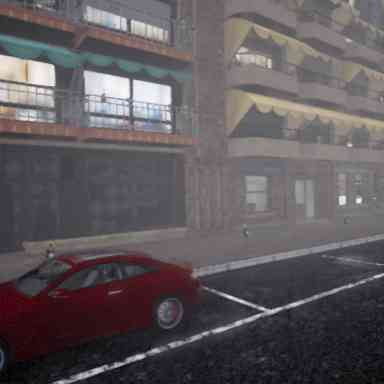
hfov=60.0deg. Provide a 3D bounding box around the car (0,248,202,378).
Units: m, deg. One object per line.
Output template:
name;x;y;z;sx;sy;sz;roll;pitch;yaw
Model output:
car;-1.764;1.618;5.268;4.206;1.307;1.802;-1;-1;-36
